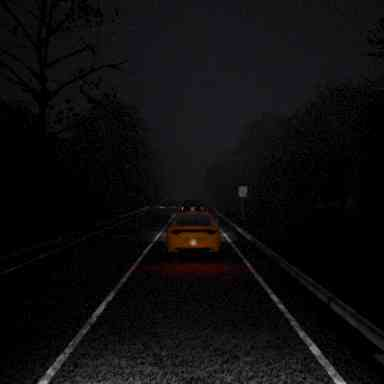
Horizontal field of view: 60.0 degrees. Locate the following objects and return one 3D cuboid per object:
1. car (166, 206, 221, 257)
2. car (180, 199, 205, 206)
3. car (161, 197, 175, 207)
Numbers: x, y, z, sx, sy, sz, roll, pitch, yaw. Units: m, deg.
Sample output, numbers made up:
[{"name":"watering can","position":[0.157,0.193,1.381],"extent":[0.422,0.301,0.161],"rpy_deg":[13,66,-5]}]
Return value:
[{"name":"car","position":[0.062,1.493,13.119],"extent":[1.882,1.535,5.008],"rpy_deg":[0,-1,0]},{"name":"car","position":[0.059,1.381,28.754],"extent":[2.097,1.767,4.553],"rpy_deg":[0,0,0]},{"name":"car","position":[-3.595,1.493,50.798],"extent":[1.812,1.442,4.674],"rpy_deg":[0,0,0]}]
